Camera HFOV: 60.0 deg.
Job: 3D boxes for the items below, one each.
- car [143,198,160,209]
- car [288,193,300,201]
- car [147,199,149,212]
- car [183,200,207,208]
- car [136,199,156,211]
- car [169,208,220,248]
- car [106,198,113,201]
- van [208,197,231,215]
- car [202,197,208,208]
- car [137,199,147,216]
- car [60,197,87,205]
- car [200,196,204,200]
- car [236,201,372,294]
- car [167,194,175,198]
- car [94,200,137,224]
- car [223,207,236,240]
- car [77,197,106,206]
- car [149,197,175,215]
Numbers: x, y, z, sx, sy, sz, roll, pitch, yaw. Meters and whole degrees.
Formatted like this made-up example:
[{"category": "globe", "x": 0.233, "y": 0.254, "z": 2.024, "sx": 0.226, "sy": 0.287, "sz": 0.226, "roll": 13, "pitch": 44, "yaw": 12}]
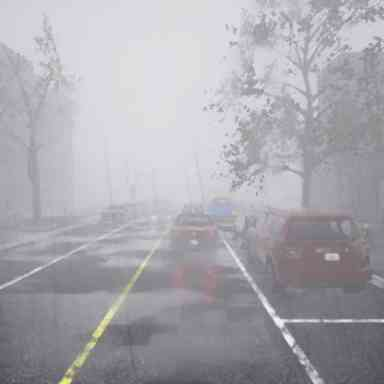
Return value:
[{"category": "car", "x": -5.701, "y": 1.614, "z": 47.566, "sx": 1.887, "sy": 1.381, "sz": 4.507, "roll": 0, "pitch": 0, "yaw": 0}, {"category": "car", "x": 19.926, "y": 1.184, "z": 60.186, "sx": 5.009, "sy": 1.841, "sz": 2.192, "roll": -1, "pitch": 1, "yaw": -1}, {"category": "car", "x": -5.700, "y": 1.598, "z": 36.478, "sx": 1.887, "sy": 1.381, "sz": 4.507, "roll": 0, "pitch": 0, "yaw": 0}, {"category": "car", "x": 0.087, "y": 1.645, "z": 29.923, "sx": 1.895, "sy": 1.301, "sz": 4.718, "roll": 0, "pitch": 0, "yaw": 0}, {"category": "car", "x": -5.701, "y": 1.587, "z": 41.852, "sx": 1.752, "sy": 1.417, "sz": 4.829, "roll": 0, "pitch": 0, "yaw": 0}, {"category": "car", "x": 0.090, "y": 1.623, "z": 14.861, "sx": 1.895, "sy": 1.301, "sz": 4.718, "roll": 0, "pitch": 0, "yaw": 0}, {"category": "car", "x": -18.208, "y": 1.825, "z": 67.882, "sx": 4.313, "sy": 1.339, "sz": 1.947, "roll": -1, "pitch": 1, "yaw": -1}, {"category": "van", "x": 2.681, "y": 1.387, "z": 30.936, "sx": 1.690, "sy": 1.788, "sz": 3.998, "roll": -1, "pitch": 0, "yaw": 0}, {"category": "car", "x": 2.681, "y": 1.628, "z": 42.023, "sx": 1.947, "sy": 1.339, "sz": 4.313, "roll": -1, "pitch": 0, "yaw": 0}, {"category": "car", "x": -5.699, "y": 1.590, "z": 30.934, "sx": 1.887, "sy": 1.381, "sz": 4.507, "roll": 0, "pitch": 0, "yaw": 0}, {"category": "car", "x": -24.032, "y": 1.853, "z": 67.776, "sx": 4.829, "sy": 1.417, "sz": 1.752, "roll": -1, "pitch": 1, "yaw": -1}, {"category": "car", "x": 2.673, "y": 1.641, "z": 80.256, "sx": 1.752, "sy": 1.417, "sz": 4.829, "roll": -1, "pitch": 0, "yaw": 0}, {"category": "car", "x": 2.684, "y": 1.329, "z": 8.759, "sx": 2.192, "sy": 1.841, "sz": 5.009, "roll": -1, "pitch": 0, "yaw": 0}, {"category": "car", "x": -5.706, "y": 1.697, "z": 80.085, "sx": 1.802, "sy": 1.307, "sz": 4.206, "roll": 0, "pitch": 0, "yaw": 0}, {"category": "car", "x": -5.697, "y": 1.582, "z": 25.389, "sx": 1.887, "sy": 1.381, "sz": 4.507, "roll": 0, "pitch": 0, "yaw": 0}, {"category": "car", "x": 2.685, "y": 1.573, "z": 14.303, "sx": 2.008, "sy": 1.369, "sz": 4.403, "roll": -1, "pitch": 0, "yaw": 0}, {"category": "car", "x": -18.089, "y": 1.760, "z": 59.533, "sx": 4.097, "sy": 1.590, "sz": 1.967, "roll": -1, "pitch": 1, "yaw": -1}, {"category": "car", "x": -3.101, "y": 1.577, "z": 34.961, "sx": 1.812, "sy": 1.442, "sz": 4.674, "roll": 0, "pitch": 0, "yaw": 0}]
